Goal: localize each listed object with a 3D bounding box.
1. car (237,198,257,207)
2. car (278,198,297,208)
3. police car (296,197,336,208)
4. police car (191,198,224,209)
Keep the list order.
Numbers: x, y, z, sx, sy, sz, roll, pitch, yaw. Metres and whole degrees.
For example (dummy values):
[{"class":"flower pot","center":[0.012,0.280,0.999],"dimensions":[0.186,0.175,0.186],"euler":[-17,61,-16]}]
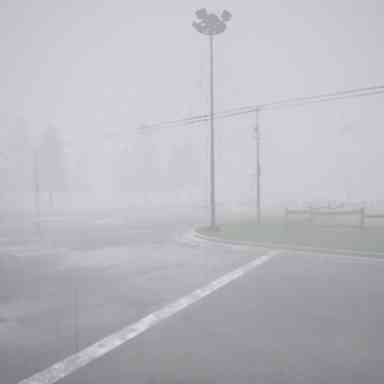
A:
[{"class":"car","center":[9.463,1.735,56.793],"dimensions":[1.882,1.535,5.008],"euler":[-1,0,37]},{"class":"car","center":[15.345,1.711,53.029],"dimensions":[1.812,1.442,4.674],"euler":[-1,-1,36]},{"class":"police car","center":[19.498,1.550,51.521],"dimensions":[5.238,1.638,1.930],"euler":[-4,-3,28]},{"class":"police car","center":[2.308,1.784,50.371],"dimensions":[4.974,1.542,2.038],"euler":[-1,0,1]}]
